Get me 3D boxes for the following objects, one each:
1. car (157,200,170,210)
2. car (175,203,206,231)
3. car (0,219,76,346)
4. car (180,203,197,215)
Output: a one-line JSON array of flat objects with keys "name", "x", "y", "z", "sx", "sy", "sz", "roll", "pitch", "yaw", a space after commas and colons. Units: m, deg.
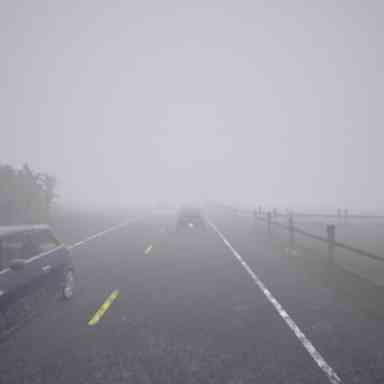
[{"name": "car", "x": -4.384, "y": 2.020, "z": 51.852, "sx": 2.128, "sy": 1.511, "sz": 4.902, "roll": 0, "pitch": -1, "yaw": -1}, {"name": "car", "x": -0.097, "y": 1.748, "z": 22.431, "sx": 1.837, "sy": 1.490, "sz": 4.892, "roll": 0, "pitch": 0, "yaw": -1}, {"name": "car", "x": -3.612, "y": 1.416, "z": 5.459, "sx": 2.097, "sy": 1.767, "sz": 4.553, "roll": 0, "pitch": -1, "yaw": 0}, {"name": "car", "x": -0.453, "y": 2.029, "z": 41.318, "sx": 1.895, "sy": 1.301, "sz": 4.718, "roll": 0, "pitch": -1, "yaw": -1}]
